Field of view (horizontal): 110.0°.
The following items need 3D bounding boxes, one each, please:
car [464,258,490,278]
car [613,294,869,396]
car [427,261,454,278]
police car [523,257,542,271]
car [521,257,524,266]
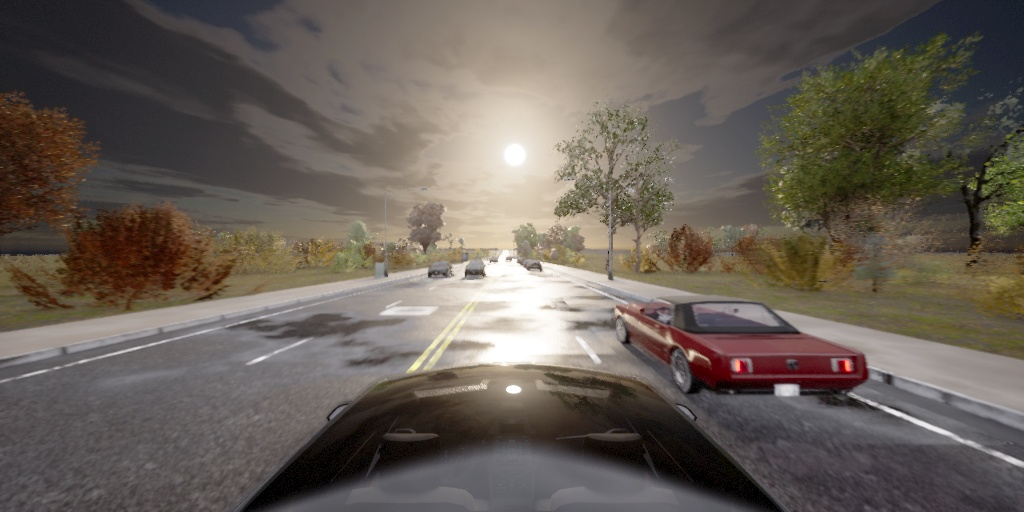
[{"bbox_3d":[-3.439,1.213,34.577,1.882,1.535,5.008,0,0,0],"label":"car"},{"bbox_3d":[3.348,1.349,6.580,1.895,1.301,4.718,0,0,0],"label":"car"},{"bbox_3d":[-6.677,1.244,33.962,1.837,1.490,4.892,0,-1,0],"label":"car"},{"bbox_3d":[3.029,1.223,49.328,2.038,1.542,4.974,0,0,-1],"label":"police car"},{"bbox_3d":[2.912,1.229,60.338,1.812,1.442,4.674,0,0,-1],"label":"car"}]
